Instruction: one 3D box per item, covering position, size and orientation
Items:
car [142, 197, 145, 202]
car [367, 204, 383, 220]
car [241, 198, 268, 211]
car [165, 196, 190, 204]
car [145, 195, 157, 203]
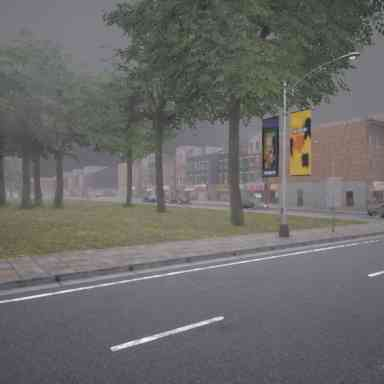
[{"bbox_3d":[-8.301,1.333,67.009,1.882,1.535,5.008,1,0,-36],"label":"car"},{"bbox_3d":[16.992,1.635,27.171,2.128,1.511,4.902,0,0,-38],"label":"car"},{"bbox_3d":[7.121,1.487,40.536,2.128,1.511,4.902,1,0,-36],"label":"car"},{"bbox_3d":[-2.296,1.381,58.695,2.128,1.511,4.902,1,0,-35],"label":"car"},{"bbox_3d":[-6.057,1.383,59.111,1.812,1.442,4.674,1,0,-35],"label":"car"}]
